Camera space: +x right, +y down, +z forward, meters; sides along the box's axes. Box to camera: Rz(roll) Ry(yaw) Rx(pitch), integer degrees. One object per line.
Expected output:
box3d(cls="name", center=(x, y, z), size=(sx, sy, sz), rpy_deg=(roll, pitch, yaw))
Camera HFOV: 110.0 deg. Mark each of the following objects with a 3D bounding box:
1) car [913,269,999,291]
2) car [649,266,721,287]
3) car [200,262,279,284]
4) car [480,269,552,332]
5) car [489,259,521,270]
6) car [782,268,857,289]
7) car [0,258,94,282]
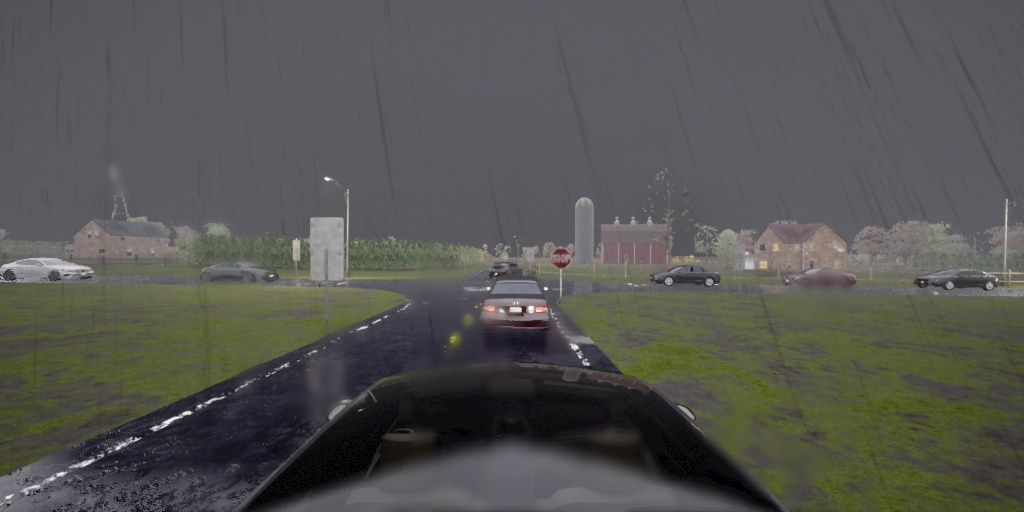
box3d(cls="car", center=(32.870, 1.719, 26.601), size=(4.892, 1.490, 1.837), rpy_deg=(1, 1, 0))
box3d(cls="car", center=(12.779, 1.445, 26.623), size=(4.892, 1.490, 1.837), rpy_deg=(1, 1, 2))
box3d(cls="car", center=(-17.791, 1.095, 23.569), size=(4.181, 1.385, 1.994), rpy_deg=(1, 1, 0))
box3d(cls="car", center=(0.147, 1.298, 10.851), size=(2.033, 1.411, 5.357), rpy_deg=(0, 0, 1))
box3d(cls="car", center=(-0.504, 1.270, 32.040), size=(1.837, 1.490, 4.892), rpy_deg=(2, 1, 19))
box3d(cls="car", center=(22.781, 1.604, 26.594), size=(4.674, 1.442, 1.812), rpy_deg=(1, 1, 0))
box3d(cls="car", center=(-30.487, 0.869, 23.553), size=(4.674, 1.442, 1.812), rpy_deg=(1, 1, 0))
